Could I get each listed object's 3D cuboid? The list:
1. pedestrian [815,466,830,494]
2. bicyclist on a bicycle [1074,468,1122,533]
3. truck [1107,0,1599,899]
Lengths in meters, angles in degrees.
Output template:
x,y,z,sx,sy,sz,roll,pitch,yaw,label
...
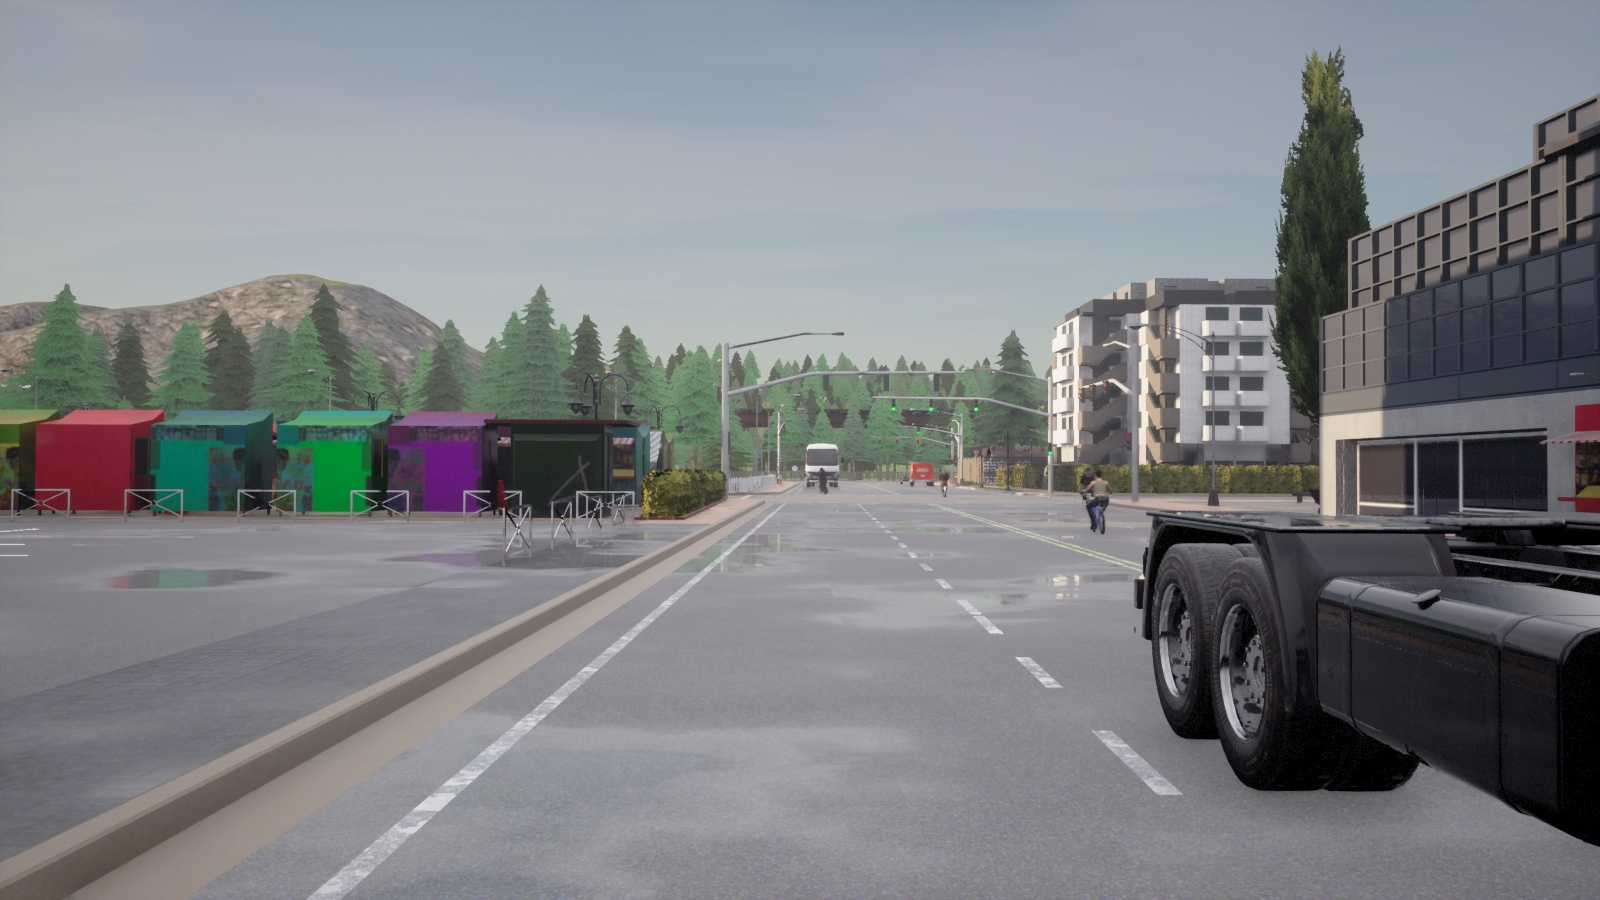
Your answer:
x,y,z,sx,sy,sz,roll,pitch,yaw,label
1.486,2.004,83.587,0.899,1.844,0.634,0,-1,-7,pedestrian
7.545,1.255,31.865,0.866,1.612,1.509,0,-1,1,bicyclist on a bicycle
3.537,-0.102,4.747,2.891,3.462,7.936,0,-1,1,truck
